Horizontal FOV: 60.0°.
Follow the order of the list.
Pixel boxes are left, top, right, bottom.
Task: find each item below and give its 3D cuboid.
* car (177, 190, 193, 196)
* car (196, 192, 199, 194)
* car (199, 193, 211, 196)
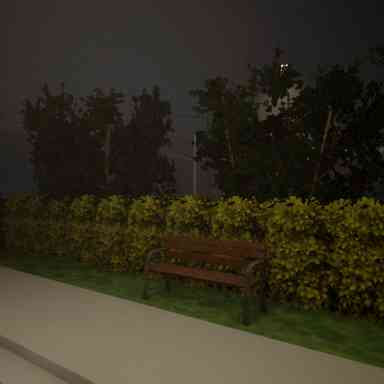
[{"bbox_3d":[-2.794,0.742,57.870,2.150,2.045,5.566,0,2,35],"label":"car"},{"bbox_3d":[0.227,0.747,68.185,1.882,1.535,5.008,0,1,35],"label":"car"},{"bbox_3d":[4.084,0.717,67.615,1.882,1.535,5.008,0,1,36],"label":"car"}]
